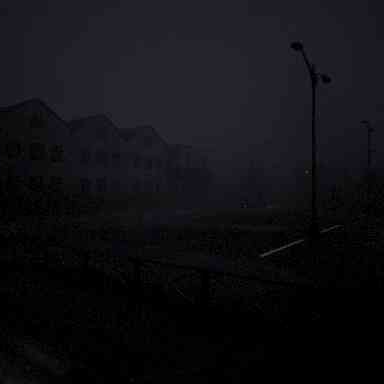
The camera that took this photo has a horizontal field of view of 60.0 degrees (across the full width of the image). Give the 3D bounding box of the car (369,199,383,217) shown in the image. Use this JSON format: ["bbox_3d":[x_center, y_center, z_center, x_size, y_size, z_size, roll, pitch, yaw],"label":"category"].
[{"bbox_3d":[15.518,1.298,26.752,2.007,1.523,4.514,0,0,35],"label":"car"}]

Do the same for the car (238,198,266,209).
[{"bbox_3d":[7.760,1.409,42.231,1.895,1.301,4.718,0,0,36],"label":"car"}]
